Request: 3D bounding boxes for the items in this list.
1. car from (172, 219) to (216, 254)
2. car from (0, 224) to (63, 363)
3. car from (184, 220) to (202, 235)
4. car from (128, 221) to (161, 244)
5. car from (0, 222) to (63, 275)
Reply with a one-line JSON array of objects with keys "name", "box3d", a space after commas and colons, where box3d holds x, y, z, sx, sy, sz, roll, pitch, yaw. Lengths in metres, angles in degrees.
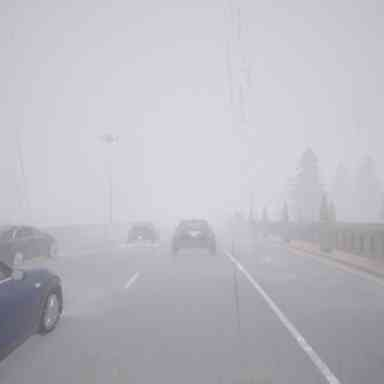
[{"name": "car", "box3d": [0.100, 2.218, 17.703, 2.097, 1.767, 4.553, 0, -5, 0]}, {"name": "car", "box3d": [-3.400, 1.448, 4.253, 2.097, 1.767, 4.553, 0, -2, 0]}, {"name": "car", "box3d": [0.102, 3.890, 37.378, 1.882, 1.535, 5.008, 0, -4, 0]}, {"name": "car", "box3d": [-3.400, 2.878, 24.100, 1.837, 1.490, 4.892, 0, -4, 0]}, {"name": "car", "box3d": [-6.900, 2.011, 12.888, 1.837, 1.490, 4.892, 0, -3, 0]}]
